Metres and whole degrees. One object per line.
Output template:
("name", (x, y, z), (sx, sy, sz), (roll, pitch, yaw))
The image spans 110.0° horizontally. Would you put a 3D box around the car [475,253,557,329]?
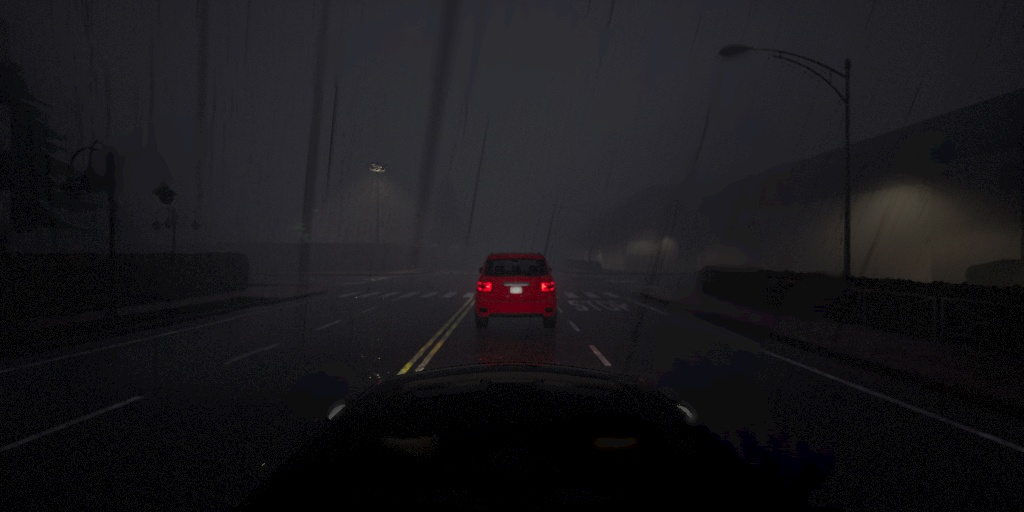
("car", (0.101, 0.944, 11.339), (2.150, 2.045, 5.566), (0, -1, 0))
